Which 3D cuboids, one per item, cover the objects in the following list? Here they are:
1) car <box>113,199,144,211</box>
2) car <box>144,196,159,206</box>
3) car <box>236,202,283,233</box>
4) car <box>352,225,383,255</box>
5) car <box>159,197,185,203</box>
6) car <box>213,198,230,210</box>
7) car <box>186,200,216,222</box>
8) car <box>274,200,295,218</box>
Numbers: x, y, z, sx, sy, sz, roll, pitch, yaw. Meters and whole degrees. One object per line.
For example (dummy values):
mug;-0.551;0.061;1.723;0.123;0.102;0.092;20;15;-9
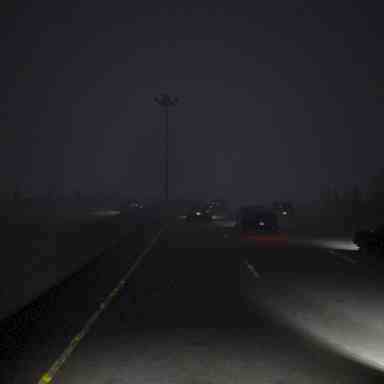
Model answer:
car;-7.900;1.543;40.608;1.812;1.442;4.674;0;0;13
car;-6.709;1.515;56.586;2.128;1.511;4.902;0;0;21
car;3.702;1.486;19.712;1.882;1.535;5.008;0;0;2
car;7.098;1.552;10.359;2.033;1.411;5.357;0;0;0
car;-2.382;1.513;47.743;2.128;1.511;4.902;0;0;18
car;3.635;1.522;42.723;2.163;1.488;4.792;0;0;15
car;0.652;1.575;26.518;1.994;1.385;4.181;0;0;5
car;8.132;1.518;30.324;1.837;1.490;4.892;0;0;8
